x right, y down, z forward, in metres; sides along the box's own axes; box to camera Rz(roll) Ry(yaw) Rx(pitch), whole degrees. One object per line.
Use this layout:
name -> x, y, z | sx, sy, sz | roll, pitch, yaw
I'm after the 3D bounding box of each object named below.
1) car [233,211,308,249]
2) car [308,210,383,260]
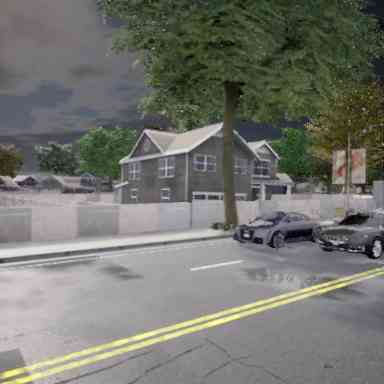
car -> 3.794, 1.533, 14.372 | 4.181, 1.385, 1.994 | 0, 0, -35
car -> 6.755, 1.472, 12.492 | 4.892, 1.490, 1.837 | 0, 0, -35
